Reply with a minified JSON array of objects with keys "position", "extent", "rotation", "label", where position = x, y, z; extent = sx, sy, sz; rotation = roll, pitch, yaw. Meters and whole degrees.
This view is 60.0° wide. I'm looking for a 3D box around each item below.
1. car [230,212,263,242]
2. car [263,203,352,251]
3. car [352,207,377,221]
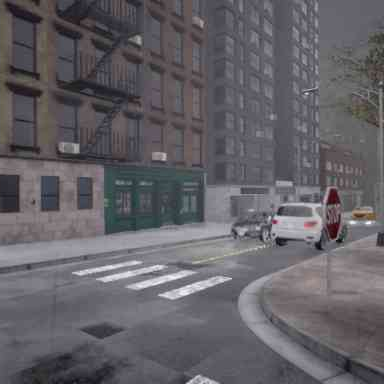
[{"position":[3.991,1.864,18.676],"extent":[2.128,1.511,4.902],"rotation":[0,-2,39],"label":"car"},{"position":[5.869,1.563,16.303],"extent":[2.150,2.045,5.566],"rotation":[0,-2,39],"label":"car"},{"position":[20.051,2.447,38.697],"extent":[1.882,1.535,5.008],"rotation":[0,-2,39],"label":"car"}]
